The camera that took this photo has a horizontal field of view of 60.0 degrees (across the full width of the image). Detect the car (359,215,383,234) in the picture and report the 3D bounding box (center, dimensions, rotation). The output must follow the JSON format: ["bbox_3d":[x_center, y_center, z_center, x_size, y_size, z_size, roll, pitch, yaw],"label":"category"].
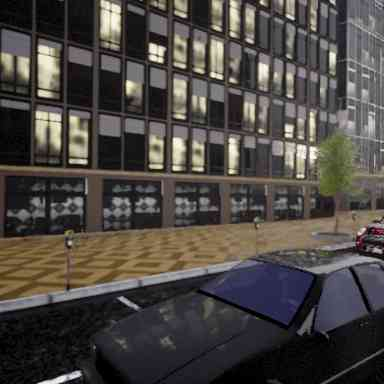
[{"bbox_3d":[7.726,1.391,12.054,4.097,1.590,1.967,0,1,-35],"label":"car"}]

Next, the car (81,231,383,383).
[{"bbox_3d":[1.456,1.534,4.361,5.357,1.411,2.033,0,0,-35],"label":"car"}]
